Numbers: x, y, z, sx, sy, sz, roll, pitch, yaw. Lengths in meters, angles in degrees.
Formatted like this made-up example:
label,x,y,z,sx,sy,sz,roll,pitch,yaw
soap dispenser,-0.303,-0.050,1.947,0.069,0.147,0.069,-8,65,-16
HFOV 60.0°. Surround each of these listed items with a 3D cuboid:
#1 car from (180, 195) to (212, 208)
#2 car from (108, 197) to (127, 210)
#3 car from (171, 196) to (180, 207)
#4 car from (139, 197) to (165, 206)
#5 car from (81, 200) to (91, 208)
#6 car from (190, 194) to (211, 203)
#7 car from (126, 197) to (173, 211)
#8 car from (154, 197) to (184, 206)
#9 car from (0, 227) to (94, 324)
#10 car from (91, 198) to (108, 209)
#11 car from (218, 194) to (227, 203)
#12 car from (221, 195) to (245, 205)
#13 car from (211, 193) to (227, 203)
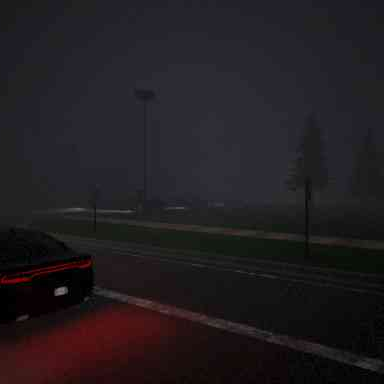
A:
label,x,y,z,sx,sy,sz,roll,pitch,yaw
car,0.584,1.564,49.333,1.994,1.385,4.181,0,0,35
car,-8.158,1.526,42.932,1.812,1.442,4.674,0,0,34
car,-2.550,1.353,50.968,2.097,1.767,4.553,0,0,35
car,-6.811,1.601,57.078,1.895,1.301,4.718,0,0,35
car,-13.624,1.564,47.375,1.994,1.385,4.181,0,0,34
car,1.844,1.350,69.280,2.097,1.767,4.553,0,0,35
car,-5.136,1.547,41.182,2.033,1.411,5.357,0,0,35
car,-3.816,1.547,55.261,2.033,1.411,5.357,0,0,35
car,-4.156,1.478,6.928,5.008,1.535,1.882,0,0,36
car,-10.726,1.491,45.401,2.128,1.511,4.902,0,0,35
car,7.872,1.547,65.694,2.033,1.411,5.357,0,0,35
car,7.560,1.601,59.261,1.895,1.301,4.718,0,0,35
car,5.378,1.216,68.219,2.150,2.045,5.566,0,0,35
